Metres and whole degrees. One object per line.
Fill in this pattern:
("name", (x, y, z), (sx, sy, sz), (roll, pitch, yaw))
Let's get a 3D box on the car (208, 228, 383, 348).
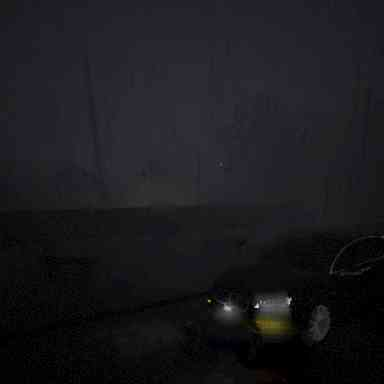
("car", (2.525, 1.514, 6.400), (4.892, 1.490, 1.837), (0, 0, -35))
